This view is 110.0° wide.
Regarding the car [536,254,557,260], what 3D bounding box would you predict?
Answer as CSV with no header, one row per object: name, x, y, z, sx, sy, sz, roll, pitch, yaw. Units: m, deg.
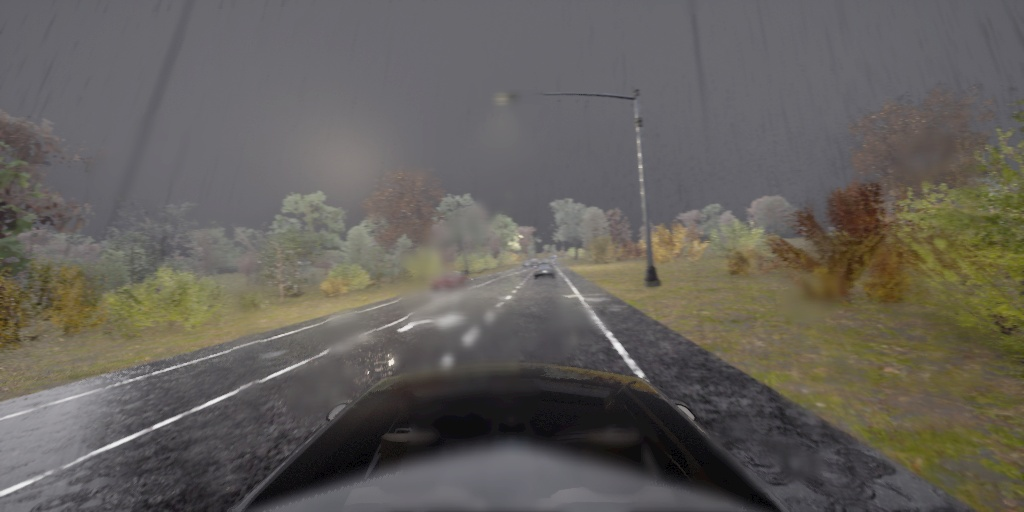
car,4.930,1.099,51.782,2.097,1.767,4.553,-5,0,6

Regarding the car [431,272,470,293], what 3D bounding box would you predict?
car,-4.592,1.924,27.163,1.895,1.301,4.718,-5,0,6

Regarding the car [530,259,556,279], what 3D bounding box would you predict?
car,3.076,1.329,33.550,1.994,1.385,4.181,-5,0,6
